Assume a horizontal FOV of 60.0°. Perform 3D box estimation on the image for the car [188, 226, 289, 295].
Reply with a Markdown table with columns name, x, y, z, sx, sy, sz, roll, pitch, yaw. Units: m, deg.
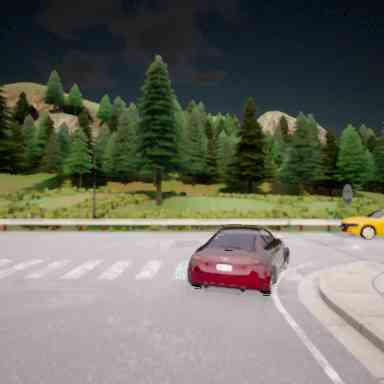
| name | x | y | z | sx | sy | sz | roll | pitch | yaw |
| --- | --- | --- | --- | --- | --- | --- | --- | --- | --- |
| car | 1.435 | 1.621 | 9.088 | 1.994 | 1.385 | 4.181 | 0 | 0 | 21 |

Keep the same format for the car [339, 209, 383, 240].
| name | x | y | z | sx | sy | sz | roll | pitch | yaw |
| --- | --- | --- | --- | --- | --- | --- | --- | --- | --- |
| car | 10.263 | 1.585 | 17.172 | 5.008 | 1.535 | 1.882 | 0 | 0 | 1 |
